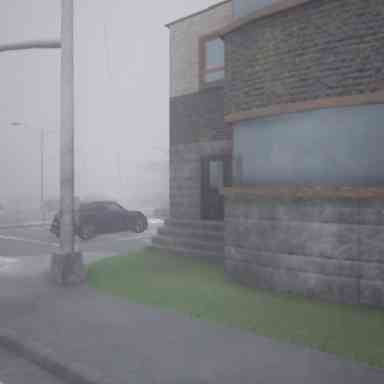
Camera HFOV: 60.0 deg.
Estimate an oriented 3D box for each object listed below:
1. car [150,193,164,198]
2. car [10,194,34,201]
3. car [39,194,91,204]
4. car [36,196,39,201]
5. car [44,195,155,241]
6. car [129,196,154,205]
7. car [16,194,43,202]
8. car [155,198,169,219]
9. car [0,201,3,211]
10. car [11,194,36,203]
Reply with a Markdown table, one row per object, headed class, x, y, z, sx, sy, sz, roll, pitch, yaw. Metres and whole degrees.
| class | x | y | z | sx | sy | sz | roll | pitch | yaw |
| --- | --- | --- | --- | --- | --- | --- | --- | --- | --- |
| car | -5.975 | 1.061 | 52.203 | 1.905 | 1.878 | 3.866 | 0 | 0 | 35 |
| car | -38.859 | 1.288 | 76.223 | 2.007 | 1.523 | 4.514 | 0 | 0 | 35 |
| car | -13.362 | 1.286 | 35.517 | 2.007 | 1.523 | 4.514 | 0 | 0 | 35 |
| car | -22.951 | 1.269 | 55.499 | 2.007 | 1.523 | 4.514 | 0 | 0 | 35 |
| car | -4.204 | 1.163 | 15.805 | 2.097 | 1.767 | 4.553 | 0 | 0 | 36 |
| car | -8.329 | 1.343 | 54.629 | 1.970 | 1.475 | 3.806 | 0 | 0 | 35 |
| car | -36.272 | 1.282 | 74.447 | 2.152 | 1.636 | 5.027 | 0 | 0 | 35 |
| car | -1.167 | 1.373 | 26.225 | 1.994 | 1.385 | 4.181 | 0 | 0 | 36 |
| car | -20.433 | 1.217 | 31.897 | 1.970 | 1.475 | 3.806 | 0 | 0 | 35 |
| car | -31.069 | 1.282 | 61.327 | 1.845 | 1.501 | 3.633 | 0 | 0 | 35 |
